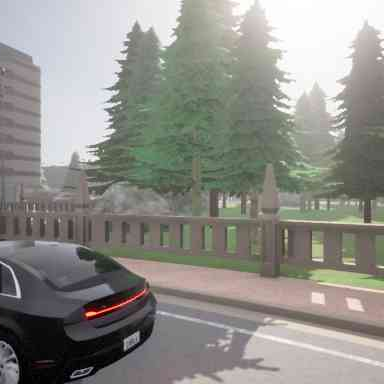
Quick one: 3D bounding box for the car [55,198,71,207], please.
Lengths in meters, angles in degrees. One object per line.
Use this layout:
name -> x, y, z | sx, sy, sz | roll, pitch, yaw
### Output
car -> -18.175, 1.278, 50.093 | 2.150, 2.045, 5.566 | 0, 0, 21

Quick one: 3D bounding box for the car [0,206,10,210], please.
car -> -23.248, 1.603, 37.259 | 2.033, 1.411, 5.357 | 0, 0, 21

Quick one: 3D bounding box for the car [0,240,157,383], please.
car -> -2.847, 1.505, 5.067 | 4.892, 1.490, 1.837 | 0, 0, 28
